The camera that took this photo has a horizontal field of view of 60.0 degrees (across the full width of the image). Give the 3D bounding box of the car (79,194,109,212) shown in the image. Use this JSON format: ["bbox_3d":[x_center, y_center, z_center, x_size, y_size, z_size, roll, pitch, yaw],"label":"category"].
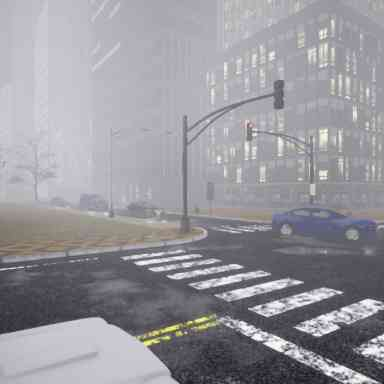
[{"bbox_3d":[-11.969,1.229,40.243,2.150,2.045,5.566,0,0,-35],"label":"car"}]

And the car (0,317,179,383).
[{"bbox_3d":[-2.274,1.601,1.821,4.718,1.301,1.895,0,0,-36],"label":"car"}]

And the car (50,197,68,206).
[{"bbox_3d":[-21.621,1.488,54.083,1.882,1.535,5.008,0,0,-35],"label":"car"}]

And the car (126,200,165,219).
[{"bbox_3d":[-4.141,1.499,29.136,2.128,1.511,4.902,0,0,-35],"label":"car"}]

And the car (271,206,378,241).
[{"bbox_3d":[6.517,1.482,16.790,5.008,1.535,1.882,1,1,37],"label":"car"}]
